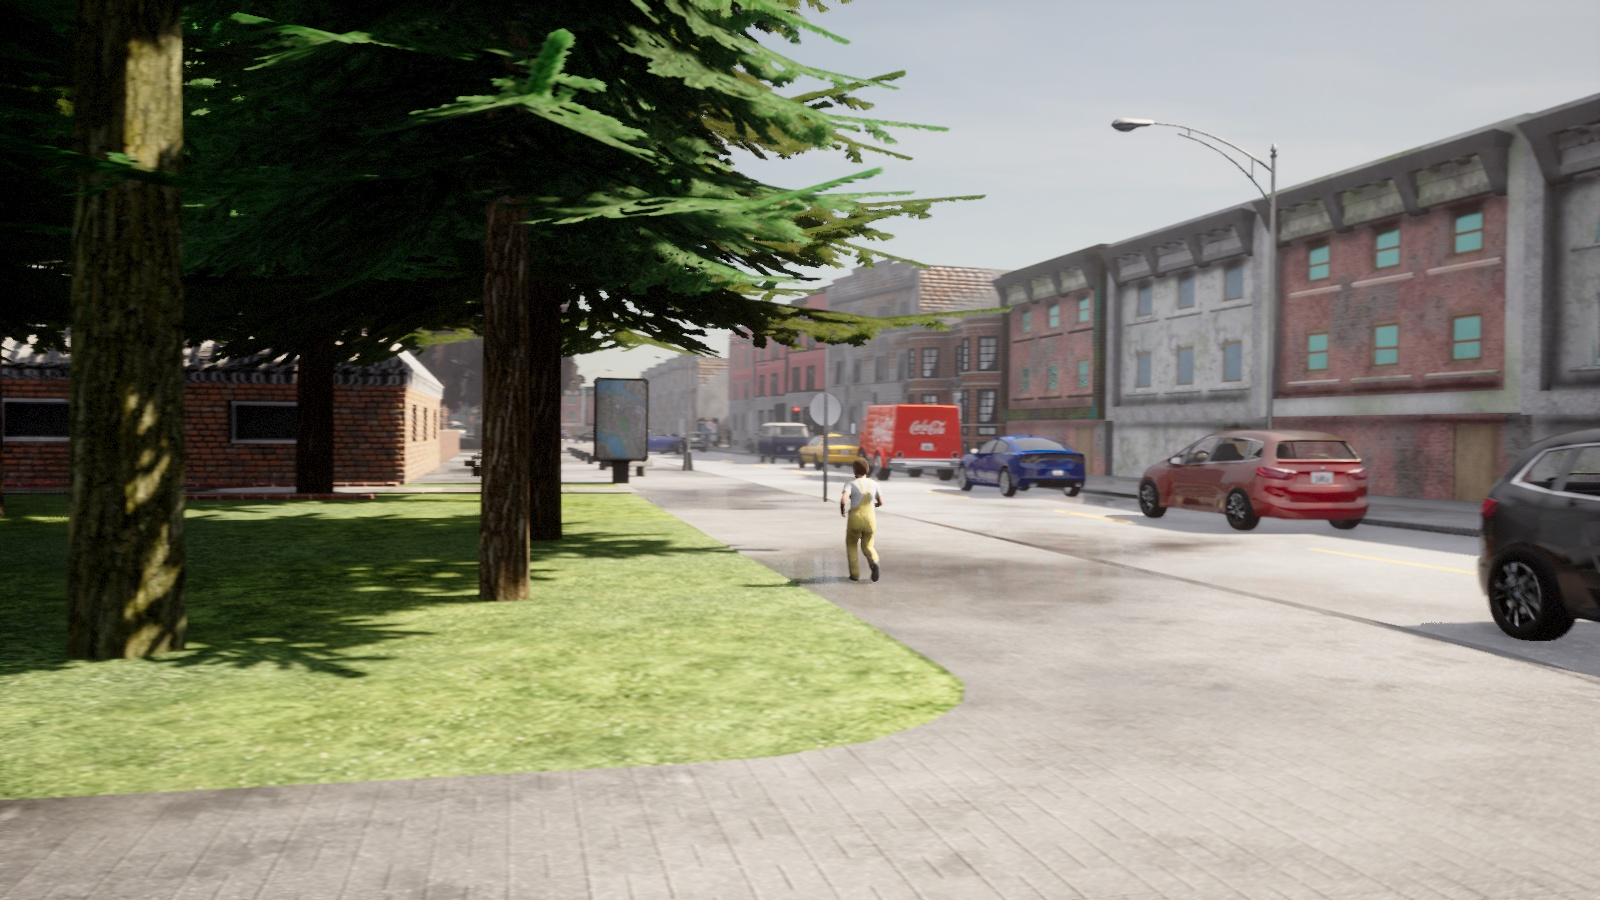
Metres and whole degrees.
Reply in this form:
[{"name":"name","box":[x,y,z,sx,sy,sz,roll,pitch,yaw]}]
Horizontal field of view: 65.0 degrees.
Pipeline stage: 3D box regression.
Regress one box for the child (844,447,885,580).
[{"name":"child","box":[0.624,0.603,12.181,0.270,1.263,0.437,-1,1,-13]}]

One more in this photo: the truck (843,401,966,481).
[{"name":"truck","box":[3.382,-0.338,41.976,2.627,2.467,5.204,-1,1,-13]}]

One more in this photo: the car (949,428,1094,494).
[{"name":"car","box":[5.579,0.239,32.363,1.882,1.535,5.008,-1,1,-13]}]

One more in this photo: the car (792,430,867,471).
[{"name":"car","box":[1.153,-0.031,51.758,1.801,1.575,5.366,-1,1,-13]}]

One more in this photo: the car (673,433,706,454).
[{"name":"car","box":[-8.149,-0.485,92.043,1.970,1.475,3.806,-1,1,-12]}]

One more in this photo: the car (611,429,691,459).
[{"name":"car","box":[-9.379,-0.391,79.282,4.553,1.767,2.097,-1,1,-40]}]

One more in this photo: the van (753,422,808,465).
[{"name":"van","box":[-0.989,-0.328,61.058,1.775,1.987,4.442,-1,1,-13]}]

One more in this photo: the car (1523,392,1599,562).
[{"name":"car","box":[9.947,0.283,13.229,1.905,1.878,3.866,-1,0,-12]}]

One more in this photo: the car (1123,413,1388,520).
[{"name":"car","box":[7.878,0.227,22.292,2.242,1.667,4.611,-1,1,-13]}]

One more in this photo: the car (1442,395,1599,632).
[{"name":"car","box":[6.842,0.442,8.369,2.242,1.667,4.611,-1,1,-10]}]
